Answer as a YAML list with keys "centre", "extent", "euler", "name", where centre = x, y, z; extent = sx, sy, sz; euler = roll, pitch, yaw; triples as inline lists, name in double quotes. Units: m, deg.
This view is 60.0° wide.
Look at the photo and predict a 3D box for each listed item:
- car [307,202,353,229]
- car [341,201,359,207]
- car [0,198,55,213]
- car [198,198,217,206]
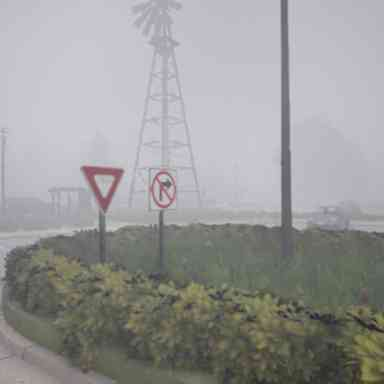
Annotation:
- centre: [8.522, 1.573, 20.688]
  extent: [1.784, 1.438, 3.905]
  euler: [-1, 0, 35]
  name: "car"
- centre: [14.953, 1.571, 31.894]
  extent: [1.816, 1.474, 4.193]
  euler: [-1, 0, 35]
  name: "car"
- centre: [-16.922, 1.584, 34.645]
  extent: [2.150, 2.045, 5.566]
  euler: [-1, 0, 36]
  name: "car"
- centre: [2.856, 1.884, 62.028]
  extent: [1.812, 1.442, 4.674]
  euler: [-1, 0, 36]
  name: "car"
